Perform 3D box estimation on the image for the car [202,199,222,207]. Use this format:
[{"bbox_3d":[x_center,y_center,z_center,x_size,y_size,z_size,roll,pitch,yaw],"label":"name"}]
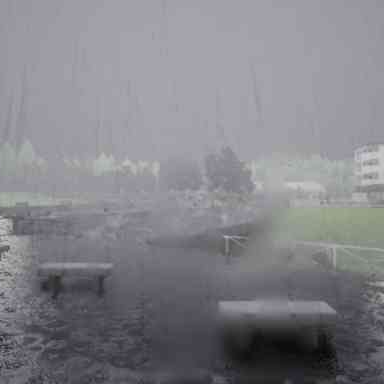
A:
[{"bbox_3d":[2.818,1.640,44.256,1.895,1.301,4.718,0,0,36],"label":"car"}]
